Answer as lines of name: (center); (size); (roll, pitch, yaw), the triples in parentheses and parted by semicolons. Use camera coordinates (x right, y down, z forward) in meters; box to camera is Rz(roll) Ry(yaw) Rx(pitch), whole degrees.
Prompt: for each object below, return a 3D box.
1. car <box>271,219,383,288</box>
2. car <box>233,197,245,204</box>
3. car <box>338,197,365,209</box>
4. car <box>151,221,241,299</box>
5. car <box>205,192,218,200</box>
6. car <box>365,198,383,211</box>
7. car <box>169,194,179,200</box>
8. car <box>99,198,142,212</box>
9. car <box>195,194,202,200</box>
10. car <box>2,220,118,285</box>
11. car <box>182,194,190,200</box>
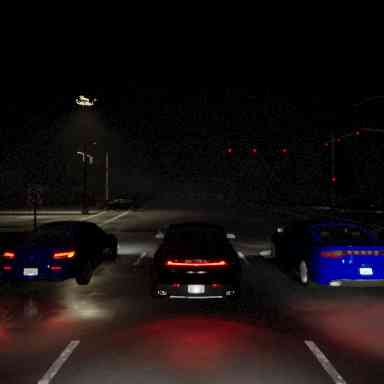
car: (3.589, 1.478, 9.307); (1.882, 1.535, 5.008); (0, 0, 0)
car: (8.728, 1.547, 62.003); (2.033, 1.411, 5.357); (0, 0, 2)
car: (22.680, 1.504, 45.661); (4.892, 1.490, 1.837); (0, 0, -1)
car: (0.087, 1.505, 8.430); (1.837, 1.490, 4.892); (0, 0, 0)
car: (5.289, 1.472, 92.261); (1.882, 1.535, 5.008); (0, 0, 0)
car: (23.775, 1.222, 38.673); (5.566, 2.045, 2.150); (0, 0, -1)
car: (-5.207, 1.350, 93.074); (2.097, 1.767, 4.553); (0, 0, 0)
car: (-8.205, 1.491, 38.288); (4.902, 1.511, 2.128); (0, 0, -1)
car: (1.789, 1.472, 92.275); (1.882, 1.535, 5.008); (0, 0, 0)
car: (-3.414, 1.526, 9.353); (1.812, 1.442, 4.674); (0, 0, 0)
car: (-1.709, 1.547, 92.706); (1.994, 1.385, 4.181); (0, 0, 0)
